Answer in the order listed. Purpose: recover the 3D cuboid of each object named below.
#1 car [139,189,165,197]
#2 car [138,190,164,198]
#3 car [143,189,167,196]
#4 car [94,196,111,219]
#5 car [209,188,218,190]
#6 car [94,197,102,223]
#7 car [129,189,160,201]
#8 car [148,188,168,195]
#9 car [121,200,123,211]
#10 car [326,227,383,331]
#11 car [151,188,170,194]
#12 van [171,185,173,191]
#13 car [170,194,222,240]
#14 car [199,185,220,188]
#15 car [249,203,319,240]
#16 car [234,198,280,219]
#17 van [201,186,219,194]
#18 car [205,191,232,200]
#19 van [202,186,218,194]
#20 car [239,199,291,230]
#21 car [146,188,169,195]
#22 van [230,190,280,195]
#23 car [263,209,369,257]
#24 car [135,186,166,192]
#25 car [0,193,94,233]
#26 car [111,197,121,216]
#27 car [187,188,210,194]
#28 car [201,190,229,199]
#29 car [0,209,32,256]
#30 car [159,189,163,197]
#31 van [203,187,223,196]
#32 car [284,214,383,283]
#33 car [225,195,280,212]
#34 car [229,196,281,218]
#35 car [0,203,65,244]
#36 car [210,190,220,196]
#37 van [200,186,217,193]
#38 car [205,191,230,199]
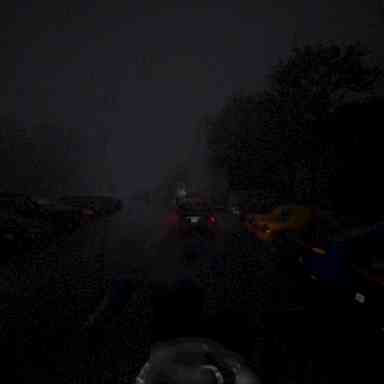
[{"bbox_3d":[-8.530,0.250,70.886,5.366,1.575,1.946,0,2,0],"label":"car"},{"bbox_3d":[-8.336,0.353,68.113,4.892,1.521,2.231,0,2,0],"label":"car"},{"bbox_3d":[-8.535,0.049,76.556,5.366,1.575,1.946,0,2,0],"label":"car"},{"bbox_3d":[-8.010,1.062,21.626,4.553,1.767,2.185,0,1,0],"label":"car"},{"bbox_3d":[4.779,0.619,57.146,4.553,1.767,2.185,0,2,0],"label":"car"},{"bbox_3d":[-8.047,1.259,18.851,5.008,1.535,2.097,0,1,0],"label":"car"},{"bbox_3d":[-8.362,0.779,57.016,4.792,1.488,2.163,0,2,0],"label":"car"},{"bbox_3d":[-8.361,-0.123,81.974,4.892,1.521,2.231,0,2,0],"label":"car"},{"bbox_3d":[-8.071,1.060,27.198,4.792,1.488,2.163,0,2,0],"label":"car"},{"bbox_3d":[5.034,1.464,5.090,5.008,1.535,2.097,0,0,0],"label":"car"},{"bbox_3d":[-8.330,-0.254,87.525,4.792,1.488,2.163,0,2,0],"label":"car"},{"bbox_3d":[-8.245,-0.584,90.294,4.442,1.987,1.878,0,2,0],"label":"van"},{"bbox_3d":[0.099,1.186,16.323,2.097,1.767,4.553,0,1,0],"label":"car"},{"bbox_3d":[4.764,0.002,70.858,5.566,2.045,2.435,0,2,0],"label":"car"},{"bbox_3d":[5.224,1.369,13.327,5.366,1.575,1.946,0,1,0],"label":"car"},{"bbox_3d":[5.067,1.286,18.914,4.792,1.488,2.163,0,1,0],"label":"car"},{"bbox_3d":[4.614,-0.429,84.679,4.442,1.987,1.878,0,2,0],"label":"van"},{"bbox_3d":[4.716,0.679,59.795,4.792,1.488,2.163,0,2,0],"label":"car"},{"bbox_3d":[4.834,-0.583,90.233,4.442,1.987,1.878,0,2,0],"label":"van"},{"bbox_3d":[5.224,1.316,16.122,5.366,1.575,1.946,0,1,0],"label":"car"},{"bbox_3d":[-8.167,-0.040,79.208,5.366,1.575,1.946,0,2,0],"label":"car"},{"bbox_3d":[4.911,0.803,27.274,4.442,1.987,1.878,-1,1,0],"label":"van"},{"bbox_3d":[5.010,1.442,10.672,4.792,1.488,2.163,0,1,0],"label":"car"},{"bbox_3d":[-8.309,0.300,62.555,5.566,2.045,2.435,0,2,0],"label":"car"},{"bbox_3d":[-8.013,1.070,16.053,5.566,2.045,2.435,0,1,0],"label":"car"},{"bbox_3d":[-8.012,1.139,24.415,4.792,1.488,2.163,0,2,0],"label":"car"},{"bbox_3d":[0.317,0.808,31.162,2.097,1.767,4.553,0,1,5],"label":"car"},{"bbox_3d":[4.554,0.448,65.331,5.366,1.575,1.946,0,2,0],"label":"car"},{"bbox_3d":[-8.070,1.446,10.490,4.792,1.488,2.163,0,1,0],"label":"car"},{"bbox_3d":[-8.329,0.650,59.789,5.008,1.535,2.097,0,2,0],"label":"car"},{"bbox_3d":[4.847,-0.173,76.519,4.442,1.987,1.878,0,2,0],"label":"van"},{"bbox_3d":[5.034,1.442,7.880,5.008,1.535,2.097,0,1,0],"label":"car"},{"bbox_3d":[5.041,1.143,24.609,4.674,1.452,2.002,0,2,0],"label":"car"},{"bbox_3d":[5.041,1.222,21.826,4.674,1.452,2.002,0,2,0],"label":"car"},{"bbox_3d":[-8.047,1.375,13.269,4.892,1.521,2.231,0,1,0],"label":"car"},{"bbox_3d":[4.745,0.843,54.381,5.008,1.535,2.097,0,2,0],"label":"car"},{"bbox_3d":[4.598,-0.658,93.002,4.442,1.987,1.878,0,2,0],"label":"van"},{"bbox_3d":[4.740,0.591,62.564,4.674,1.452,2.002,0,2,0],"label":"car"}]
